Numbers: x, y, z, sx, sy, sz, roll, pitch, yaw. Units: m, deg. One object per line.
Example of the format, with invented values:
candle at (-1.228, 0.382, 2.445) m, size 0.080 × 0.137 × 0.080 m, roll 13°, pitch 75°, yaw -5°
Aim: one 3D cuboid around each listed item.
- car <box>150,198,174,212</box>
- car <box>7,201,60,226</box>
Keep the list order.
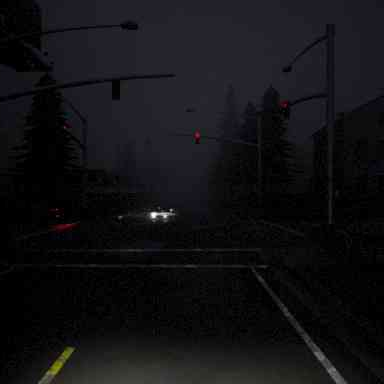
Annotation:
car at (-3.516, 1.561, 37.988) m, size 1.994 × 1.385 × 4.181 m, roll 0°, pitch 0°, yaw 0°
car at (-11.092, 1.315, 21.395) m, size 4.902 × 1.511 × 2.128 m, roll 1°, pitch 0°, yaw -1°
